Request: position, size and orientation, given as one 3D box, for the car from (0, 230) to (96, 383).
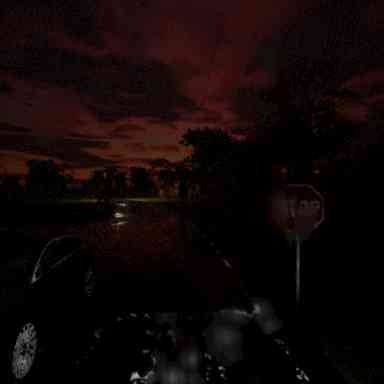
[{"bbox_3d":[-2.927,1.458,5.375,2.128,1.511,4.902,0,0,-2],"label":"car"}]
